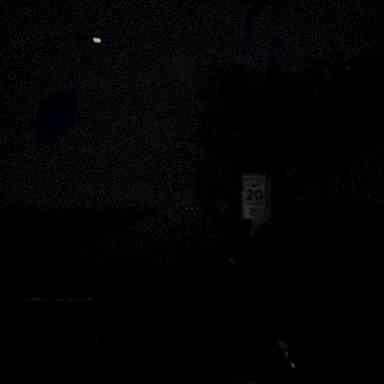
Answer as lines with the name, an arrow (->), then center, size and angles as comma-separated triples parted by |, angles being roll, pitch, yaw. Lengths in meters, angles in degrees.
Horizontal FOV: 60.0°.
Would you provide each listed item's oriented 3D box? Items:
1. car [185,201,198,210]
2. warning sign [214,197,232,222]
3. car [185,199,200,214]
car -> -0.093, 2.204, 53.554 | 1.895, 1.301, 4.718 | 0, -1, 0
warning sign -> 2.451, 1.381, 26.520 | 1.300, 1.860, 1.060 | 3, 2, 0
car -> 0.025, 1.969, 40.702 | 2.033, 1.411, 5.357 | 0, -1, 0
